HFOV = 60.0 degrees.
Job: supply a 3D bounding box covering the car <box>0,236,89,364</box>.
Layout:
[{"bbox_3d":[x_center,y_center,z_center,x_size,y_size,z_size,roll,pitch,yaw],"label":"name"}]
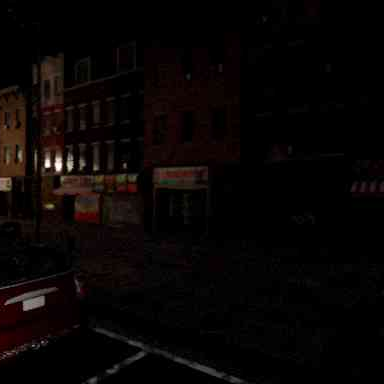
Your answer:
[{"bbox_3d":[-3.580,1.436,5.351,4.097,1.590,1.967,0,1,35],"label":"car"}]
